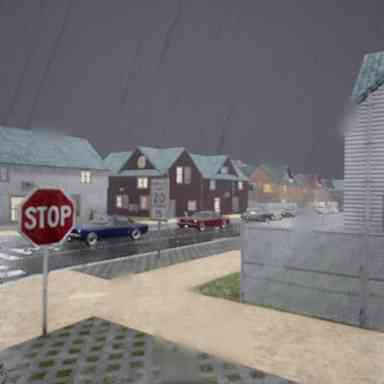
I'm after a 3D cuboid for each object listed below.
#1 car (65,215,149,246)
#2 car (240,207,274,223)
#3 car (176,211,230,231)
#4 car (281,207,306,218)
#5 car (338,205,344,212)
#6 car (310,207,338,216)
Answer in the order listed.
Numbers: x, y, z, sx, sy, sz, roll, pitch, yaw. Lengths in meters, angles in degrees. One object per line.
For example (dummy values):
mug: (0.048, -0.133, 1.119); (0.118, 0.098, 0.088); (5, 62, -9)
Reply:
car: (-4.517, 1.914, 17.417); (1.895, 1.301, 4.718); (1, 0, 36)
car: (6.414, 2.222, 32.280); (1.837, 1.490, 4.892); (1, -1, 36)
car: (0.912, 2.113, 24.821); (1.895, 1.301, 4.718); (1, -1, 36)
car: (12.352, 2.504, 40.301); (1.994, 1.385, 4.181); (1, -1, 36)
car: (23.622, 2.685, 50.678); (2.097, 1.767, 4.553); (1, -1, 35)
car: (15.579, 2.551, 39.771); (1.812, 1.442, 4.674); (1, -1, 36)
